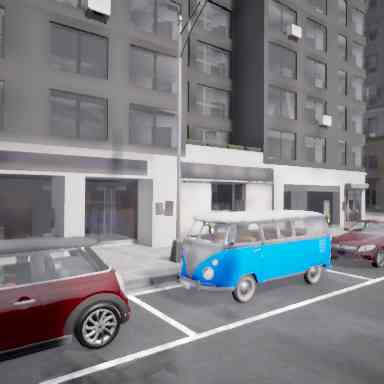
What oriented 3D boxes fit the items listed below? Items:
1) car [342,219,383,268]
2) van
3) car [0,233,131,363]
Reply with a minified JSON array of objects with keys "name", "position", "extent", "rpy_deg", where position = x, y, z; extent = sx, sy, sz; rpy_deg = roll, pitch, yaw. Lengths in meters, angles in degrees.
[{"name":"car","position":[6.203,1.581,11.181],"extent":[4.206,1.307,1.802],"rpy_deg":[0,1,-35]},{"name":"van","position":[1.586,1.339,7.885],"extent":[3.998,1.788,1.690],"rpy_deg":[0,1,-35]},{"name":"car","position":[-3.033,1.437,4.591],"extent":[4.097,1.590,1.967],"rpy_deg":[0,1,-35]}]
